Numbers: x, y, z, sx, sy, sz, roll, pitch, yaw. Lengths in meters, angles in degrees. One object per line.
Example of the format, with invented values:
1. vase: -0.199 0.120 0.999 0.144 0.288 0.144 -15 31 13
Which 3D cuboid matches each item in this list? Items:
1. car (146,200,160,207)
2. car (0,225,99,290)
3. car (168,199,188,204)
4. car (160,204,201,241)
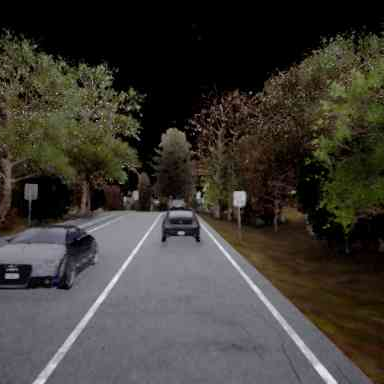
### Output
1. car: -5.783 1.802 49.773 1.882 1.535 5.008 0 -3 -3
2. car: -3.901 1.612 9.069 1.994 1.385 4.181 0 0 -2
3. car: -1.584 1.614 37.696 2.097 1.767 4.553 0 -1 -3
4. car: -0.596 1.613 17.375 1.837 1.490 4.892 0 0 -3
